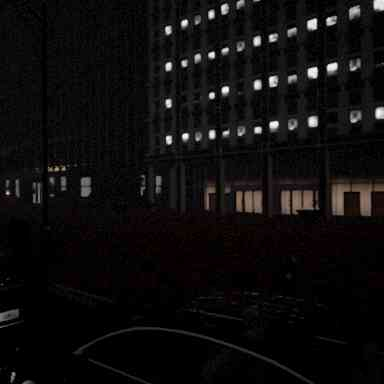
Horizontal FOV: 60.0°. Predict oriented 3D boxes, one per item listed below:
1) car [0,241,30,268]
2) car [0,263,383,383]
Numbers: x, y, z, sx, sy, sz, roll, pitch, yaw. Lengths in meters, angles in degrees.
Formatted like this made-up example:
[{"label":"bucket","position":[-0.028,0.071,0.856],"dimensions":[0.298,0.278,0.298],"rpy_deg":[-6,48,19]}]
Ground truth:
[{"label":"car","position":[-4.356,1.500,5.998],"dimensions":[4.403,1.369,2.008],"rpy_deg":[1,-1,36]},{"label":"car","position":[0.176,1.541,2.763],"dimensions":[4.403,1.369,2.008],"rpy_deg":[1,-1,36]}]
